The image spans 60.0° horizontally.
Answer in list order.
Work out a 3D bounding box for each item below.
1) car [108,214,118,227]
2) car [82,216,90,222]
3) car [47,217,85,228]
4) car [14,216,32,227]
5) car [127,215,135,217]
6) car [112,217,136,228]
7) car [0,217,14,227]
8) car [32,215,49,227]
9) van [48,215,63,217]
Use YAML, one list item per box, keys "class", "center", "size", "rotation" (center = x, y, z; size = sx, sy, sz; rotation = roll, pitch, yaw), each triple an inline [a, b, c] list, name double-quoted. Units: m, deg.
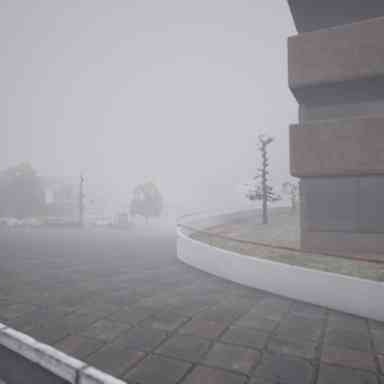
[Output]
- class: "car"
  center: [-20.478, 7.874, 91.897]
  size: [1.946, 1.575, 5.366]
  rotation: [0, 1, 10]
- class: "car"
  center: [-21.788, 5.598, 60.164]
  size: [4.892, 1.521, 2.231]
  rotation: [0, -5, 5]
- class: "car"
  center: [-19.724, 5.026, 52.344]
  size: [1.895, 1.301, 4.718]
  rotation: [-1, -6, 25]
- class: "car"
  center: [-26.919, 4.502, 49.263]
  size: [4.674, 1.452, 2.002]
  rotation: [0, -6, 5]
- class: "car"
  center: [-18.028, 7.949, 90.064]
  size: [2.163, 1.488, 4.792]
  rotation: [1, 1, 10]
- class: "car"
  center: [-13.191, 6.363, 66.241]
  size: [1.837, 1.490, 4.892]
  rotation: [-1, -6, 25]
- class: "car"
  center: [-28.185, 4.217, 46.526]
  size: [4.674, 1.452, 2.002]
  rotation: [0, -5, 5]
- class: "car"
  center: [-25.820, 4.742, 52.007]
  size: [5.366, 1.575, 1.946]
  rotation: [0, -5, 5]
- class: "van"
  center: [-24.235, 4.805, 54.731]
  size: [4.442, 1.987, 1.878]
  rotation: [0, -6, 5]
